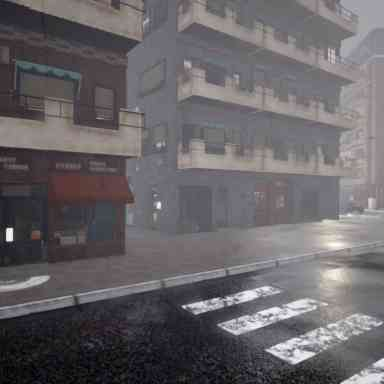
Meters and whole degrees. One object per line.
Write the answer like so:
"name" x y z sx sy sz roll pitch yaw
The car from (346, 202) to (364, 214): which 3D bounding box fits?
"car" 18.028 1.789 38.298 1.895 1.301 4.718 0 0 5
